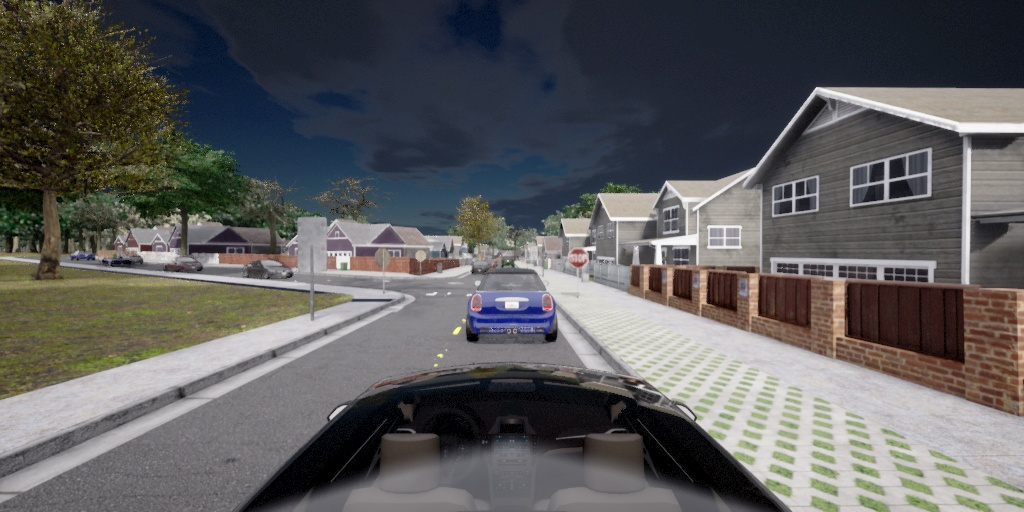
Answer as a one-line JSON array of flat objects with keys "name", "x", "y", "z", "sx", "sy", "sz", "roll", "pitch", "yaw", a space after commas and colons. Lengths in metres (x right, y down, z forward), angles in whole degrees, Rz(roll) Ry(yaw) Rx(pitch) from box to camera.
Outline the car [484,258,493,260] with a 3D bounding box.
[{"name": "car", "x": -3.336, "y": 1.231, "z": 38.879, "sx": 1.882, "sy": 1.535, "sz": 5.008, "roll": 0, "pitch": 0, "yaw": -1}]

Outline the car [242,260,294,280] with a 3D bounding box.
[{"name": "car", "x": -18.976, "y": 1.024, "z": 27.776, "sx": 4.674, "sy": 1.442, "sz": 1.812, "roll": 1, "pitch": 1, "yaw": 29}]

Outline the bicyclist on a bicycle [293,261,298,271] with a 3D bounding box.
[{"name": "bicyclist on a bicycle", "x": -20.793, "y": 0.670, "z": 35.463, "sx": 0.582, "sy": 1.620, "sz": 1.656, "roll": 1, "pitch": 1, "yaw": 29}]

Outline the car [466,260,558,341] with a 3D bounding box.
[{"name": "car", "x": -0.017, "y": 1.098, "z": 10.004, "sx": 2.097, "sy": 1.767, "sz": 4.553, "roll": 0, "pitch": 0, "yaw": 0}]

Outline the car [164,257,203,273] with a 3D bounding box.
[{"name": "car", "x": -32.169, "y": 0.822, "z": 35.038, "sx": 4.674, "sy": 1.442, "sz": 1.812, "roll": 1, "pitch": 1, "yaw": 29}]

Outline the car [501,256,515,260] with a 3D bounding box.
[{"name": "car", "x": -0.718, "y": 1.020, "z": 62.974, "sx": 2.150, "sy": 2.045, "sz": 5.566, "roll": 0, "pitch": 0, "yaw": -1}]
